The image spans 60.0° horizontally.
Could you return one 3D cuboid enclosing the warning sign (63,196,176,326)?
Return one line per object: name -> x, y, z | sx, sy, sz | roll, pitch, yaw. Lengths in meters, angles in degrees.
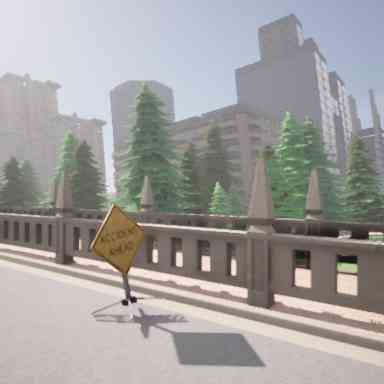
warning sign -> -1.252, 1.128, 5.920 | 1.060, 1.860, 1.300 | -8, 2, 35
